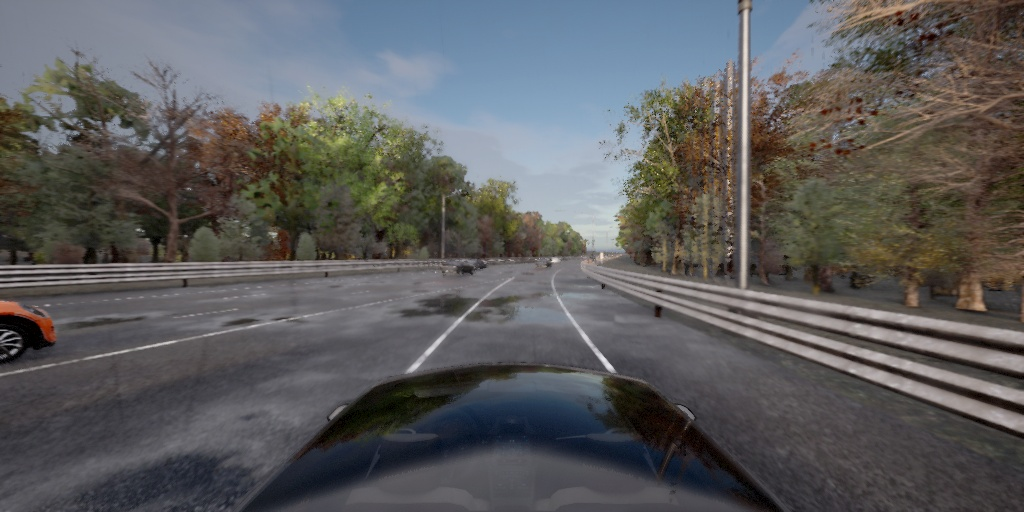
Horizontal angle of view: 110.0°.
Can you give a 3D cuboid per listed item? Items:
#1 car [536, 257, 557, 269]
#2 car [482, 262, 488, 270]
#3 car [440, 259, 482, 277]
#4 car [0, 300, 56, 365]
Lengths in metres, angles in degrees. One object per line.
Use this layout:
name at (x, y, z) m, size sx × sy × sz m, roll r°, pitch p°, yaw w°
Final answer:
car at (4.867, 1.194, 54.069) m, size 2.128 × 1.511 × 4.902 m, roll 1°, pitch 0°, yaw 17°
car at (-4.802, 1.156, 46.618) m, size 2.033 × 1.411 × 5.357 m, roll 1°, pitch 0°, yaw 17°
car at (-5.049, 1.147, 34.121) m, size 2.128 × 1.511 × 4.902 m, roll 1°, pitch 0°, yaw 17°
car at (-10.417, 1.033, 5.262) m, size 2.097 × 1.767 × 4.553 m, roll 1°, pitch 0°, yaw 17°
